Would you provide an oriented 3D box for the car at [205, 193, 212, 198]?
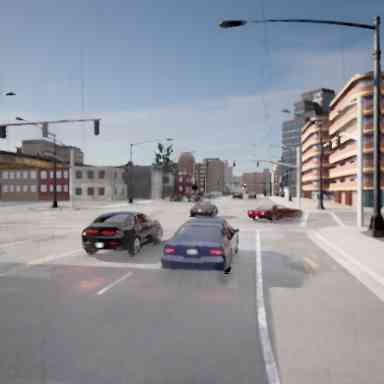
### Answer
[{"bbox_3d":[3.597,0.981,78.943,1.837,1.490,4.892,0,1,11],"label":"car"}]

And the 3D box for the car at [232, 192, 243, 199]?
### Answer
[{"bbox_3d":[10.828,0.802,79.461,2.097,1.767,4.553,0,1,11],"label":"car"}]

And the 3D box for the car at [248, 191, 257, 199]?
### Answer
[{"bbox_3d":[14.191,0.972,78.417,2.128,1.511,4.902,0,1,11],"label":"car"}]

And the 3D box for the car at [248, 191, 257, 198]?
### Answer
[{"bbox_3d":[16.173,0.568,88.626,2.097,1.767,4.553,0,0,11],"label":"car"}]

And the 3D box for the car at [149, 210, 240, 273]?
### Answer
[{"bbox_3d":[0.482,1.561,10.831,2.033,1.411,5.357,0,0,11],"label":"car"}]

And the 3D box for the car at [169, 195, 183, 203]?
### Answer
[{"bbox_3d":[-2.994,1.269,63.509,1.837,1.490,4.892,0,1,12],"label":"car"}]

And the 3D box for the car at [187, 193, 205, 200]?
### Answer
[{"bbox_3d":[0.463,1.253,62.961,2.128,1.511,4.902,0,1,12],"label":"car"}]

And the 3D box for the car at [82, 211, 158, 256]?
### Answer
[{"bbox_3d":[-2.590,1.522,13.333,1.837,1.490,4.892,0,-1,11],"label":"car"}]

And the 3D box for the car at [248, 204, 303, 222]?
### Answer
[{"bbox_3d":[6.680,1.614,26.378,4.718,1.301,1.895,0,0,-37],"label":"car"}]

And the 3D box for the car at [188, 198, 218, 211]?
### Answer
[{"bbox_3d":[1.160,1.576,30.763,1.994,1.385,4.181,0,0,14],"label":"car"}]

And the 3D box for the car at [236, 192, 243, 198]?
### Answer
[{"bbox_3d":[12.744,0.739,89.324,1.812,1.442,4.674,0,0,11],"label":"car"}]

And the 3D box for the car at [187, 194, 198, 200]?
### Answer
[{"bbox_3d":[0.139,1.083,79.498,1.895,1.301,4.718,0,1,11],"label":"car"}]
